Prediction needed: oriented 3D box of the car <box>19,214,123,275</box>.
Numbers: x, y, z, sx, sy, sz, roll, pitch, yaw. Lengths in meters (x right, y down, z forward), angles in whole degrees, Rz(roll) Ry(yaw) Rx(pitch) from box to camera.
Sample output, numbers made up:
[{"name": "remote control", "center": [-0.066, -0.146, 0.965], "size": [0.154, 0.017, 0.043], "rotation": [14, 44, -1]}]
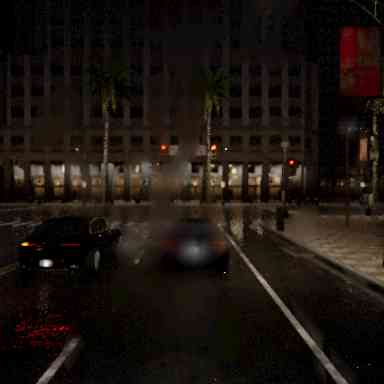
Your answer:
[{"name": "car", "center": [-3.435, 1.453, 10.294], "size": [1.837, 1.490, 4.892], "rotation": [0, 0, 0]}]

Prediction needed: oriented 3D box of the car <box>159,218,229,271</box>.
[{"name": "car", "center": [0.068, 1.511, 10.731], "size": [1.994, 1.385, 4.181], "rotation": [0, 0, 0]}]
